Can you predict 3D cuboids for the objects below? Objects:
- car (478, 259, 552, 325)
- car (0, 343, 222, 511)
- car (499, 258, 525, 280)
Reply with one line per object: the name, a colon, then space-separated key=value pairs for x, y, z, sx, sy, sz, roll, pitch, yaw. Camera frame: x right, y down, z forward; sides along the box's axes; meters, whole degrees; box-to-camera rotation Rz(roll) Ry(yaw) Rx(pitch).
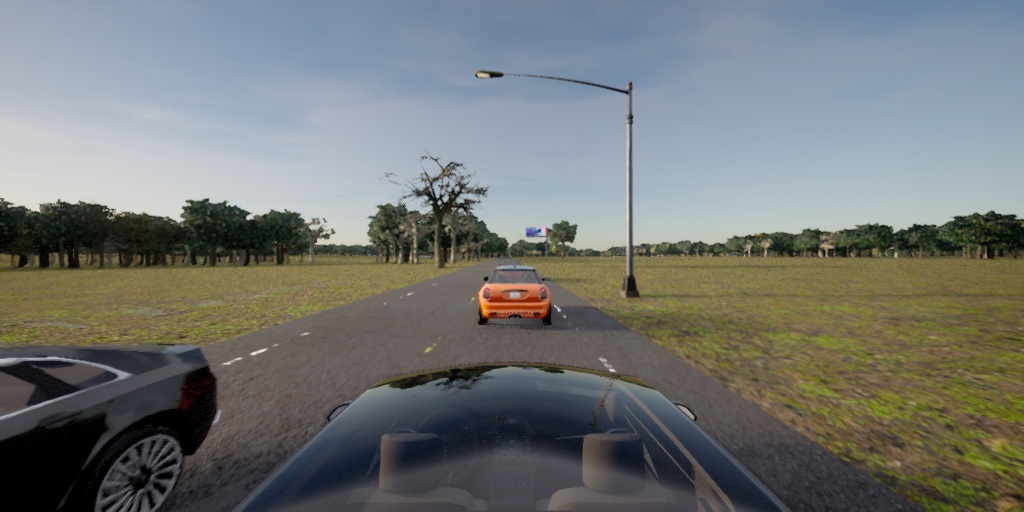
car: x=0.078 y=1.087 z=11.955 sx=2.097 sy=1.767 sz=4.553 roll=0 pitch=0 yaw=0
car: x=-3.598 y=1.242 z=1.228 sx=2.128 sy=1.511 sz=4.902 roll=0 pitch=0 yaw=0
car: x=-0.030 y=1.058 z=30.754 sx=2.097 sy=1.767 sz=4.553 roll=0 pitch=0 yaw=0
